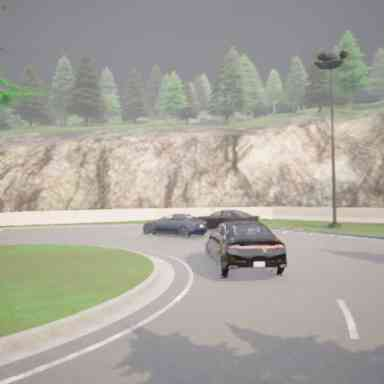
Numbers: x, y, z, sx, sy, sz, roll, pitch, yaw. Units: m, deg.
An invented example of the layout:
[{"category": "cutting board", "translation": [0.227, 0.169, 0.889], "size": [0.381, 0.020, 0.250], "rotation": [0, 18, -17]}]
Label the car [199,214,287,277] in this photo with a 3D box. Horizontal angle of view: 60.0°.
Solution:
[{"category": "car", "translation": [1.609, 1.716, 11.064], "size": [2.128, 1.511, 4.902], "rotation": [0, -1, -3]}]

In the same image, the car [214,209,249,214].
[{"category": "car", "translation": [2.244, 1.945, 22.706], "size": [5.008, 1.535, 1.882], "rotation": [-2, -2, 41]}]

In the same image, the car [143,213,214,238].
[{"category": "car", "translation": [-1.081, 2.045, 20.848], "size": [4.181, 1.385, 1.994], "rotation": [-2, -2, 35]}]
